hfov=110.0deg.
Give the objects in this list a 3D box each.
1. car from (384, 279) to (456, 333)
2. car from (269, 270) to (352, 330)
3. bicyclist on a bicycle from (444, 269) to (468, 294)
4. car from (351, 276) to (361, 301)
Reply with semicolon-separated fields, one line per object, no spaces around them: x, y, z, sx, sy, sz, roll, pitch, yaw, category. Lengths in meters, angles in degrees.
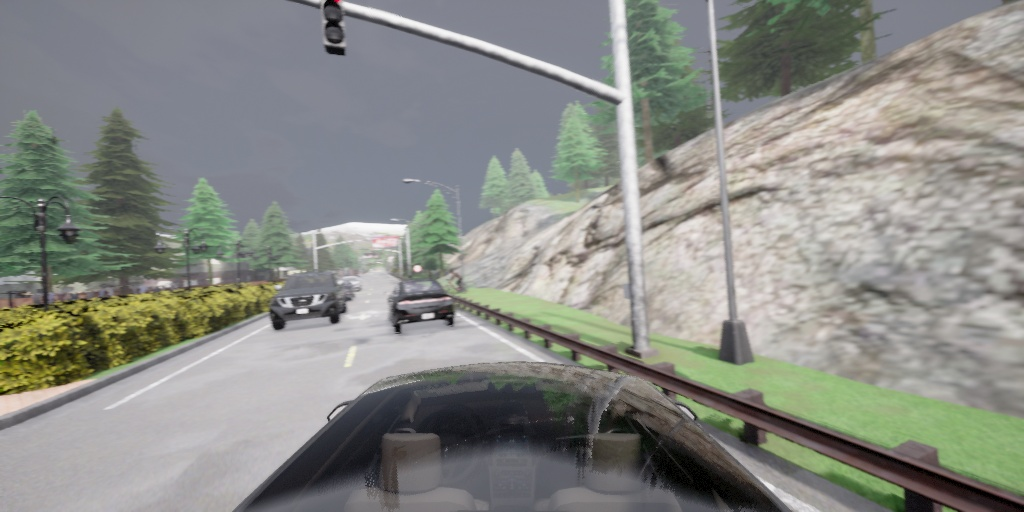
-3.261;1.568;12.376;2.128;1.511;4.902;-4;-1;-21;car
-8.266;1.663;15.012;2.150;2.045;5.566;-4;-1;-21;car
-3.613;1.658;22.809;1.656;1.620;0.582;-5;0;-21;bicyclist on a bicycle
-11.838;2.339;24.595;2.033;1.411;5.357;-4;-1;-21;car
